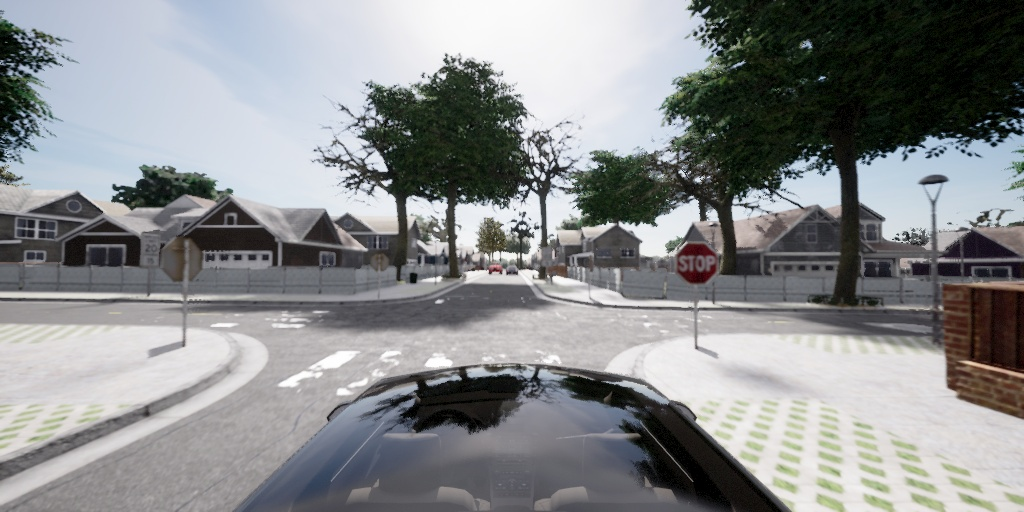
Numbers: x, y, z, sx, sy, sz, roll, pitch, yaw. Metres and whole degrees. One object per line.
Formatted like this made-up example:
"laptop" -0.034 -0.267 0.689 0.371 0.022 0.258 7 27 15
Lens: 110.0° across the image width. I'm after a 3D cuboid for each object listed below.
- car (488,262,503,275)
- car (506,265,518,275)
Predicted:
"car" -2.738 2.056 60.431 2.150 2.045 5.566 0 -1 0
"car" 0.012 2.308 55.065 1.895 1.301 4.718 0 -1 0
